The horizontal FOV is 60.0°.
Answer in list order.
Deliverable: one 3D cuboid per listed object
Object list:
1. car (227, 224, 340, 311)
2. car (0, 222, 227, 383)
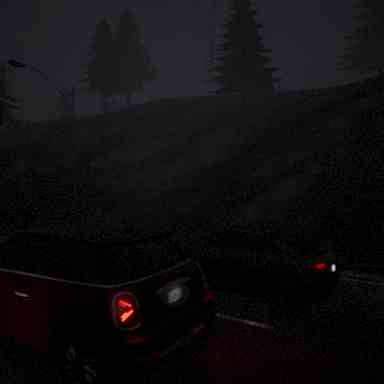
[{"bbox_3d":[0.996,1.415,7.411,4.181,1.385,1.994,0,1,33],"label":"car"},{"bbox_3d":[-2.016,1.281,5.180,4.553,1.767,2.097,0,1,32],"label":"car"}]
